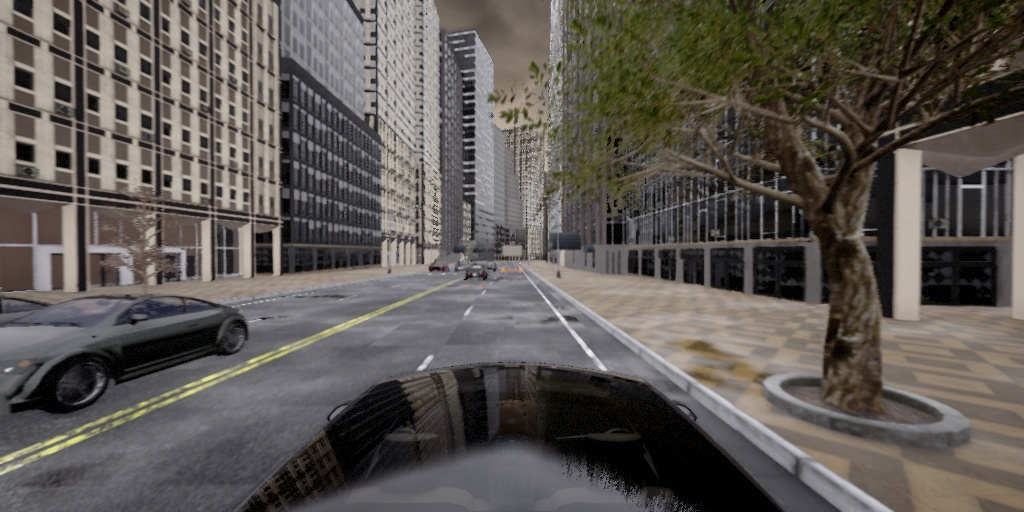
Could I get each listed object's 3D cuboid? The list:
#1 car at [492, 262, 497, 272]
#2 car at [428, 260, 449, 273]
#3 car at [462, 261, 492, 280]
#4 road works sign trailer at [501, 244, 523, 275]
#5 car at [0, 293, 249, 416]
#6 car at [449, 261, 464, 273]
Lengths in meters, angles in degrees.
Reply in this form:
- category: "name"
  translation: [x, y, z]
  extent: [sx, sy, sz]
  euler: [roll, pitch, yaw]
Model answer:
- category: "car"
  translation: [-3.146, 1.543, 52.591]
  extent: [2.033, 1.411, 5.357]
  euler: [0, 0, 0]
- category: "car"
  translation: [-9.820, 1.329, 48.429]
  extent: [2.097, 1.767, 4.553]
  euler: [0, 0, 0]
- category: "car"
  translation: [-3.149, 1.425, 32.749]
  extent: [1.812, 1.442, 4.674]
  euler: [0, 0, 0]
- category: "road works sign trailer"
  translation: [0.009, 0.408, 41.822]
  extent: [2.380, 3.560, 2.880]
  euler: [0, 0, 1]
- category: "car"
  translation: [-6.598, 1.334, 5.922]
  extent: [1.994, 1.385, 4.181]
  euler: [0, 0, 0]
- category: "car"
  translation: [-6.574, 1.465, 48.154]
  extent: [2.128, 1.511, 4.902]
  euler: [0, 0, 0]
